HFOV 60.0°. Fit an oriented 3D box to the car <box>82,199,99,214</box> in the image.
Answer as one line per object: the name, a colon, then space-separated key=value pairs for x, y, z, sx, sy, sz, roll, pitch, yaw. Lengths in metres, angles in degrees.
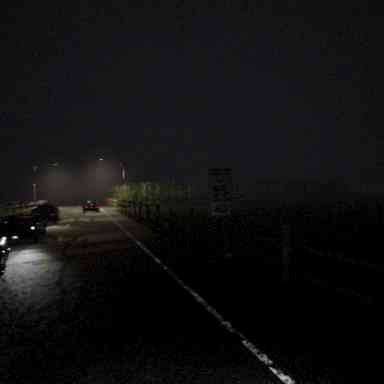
car: x=-12.290 y=1.822 z=40.505 sx=2.033 sy=1.411 sz=5.357 roll=-1 pitch=0 yaw=-18

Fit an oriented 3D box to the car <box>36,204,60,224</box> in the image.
car: x=-11.952 y=1.746 z=27.304 sx=1.882 sy=1.535 sz=5.008 roll=-1 pitch=0 yaw=-18

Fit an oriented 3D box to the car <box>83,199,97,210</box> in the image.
car: x=-15.419 y=1.830 z=50.304 sx=1.882 sy=1.535 sz=5.008 roll=-1 pitch=0 yaw=-18

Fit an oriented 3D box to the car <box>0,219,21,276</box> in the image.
car: x=-5.781 y=1.678 z=7.921 sx=2.033 sy=1.411 sz=5.357 roll=-1 pitch=0 yaw=-18

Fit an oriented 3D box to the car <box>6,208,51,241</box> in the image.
car: x=-8.833 y=1.799 z=17.496 sx=1.895 sy=1.301 sz=4.718 roll=-1 pitch=0 yaw=-18
